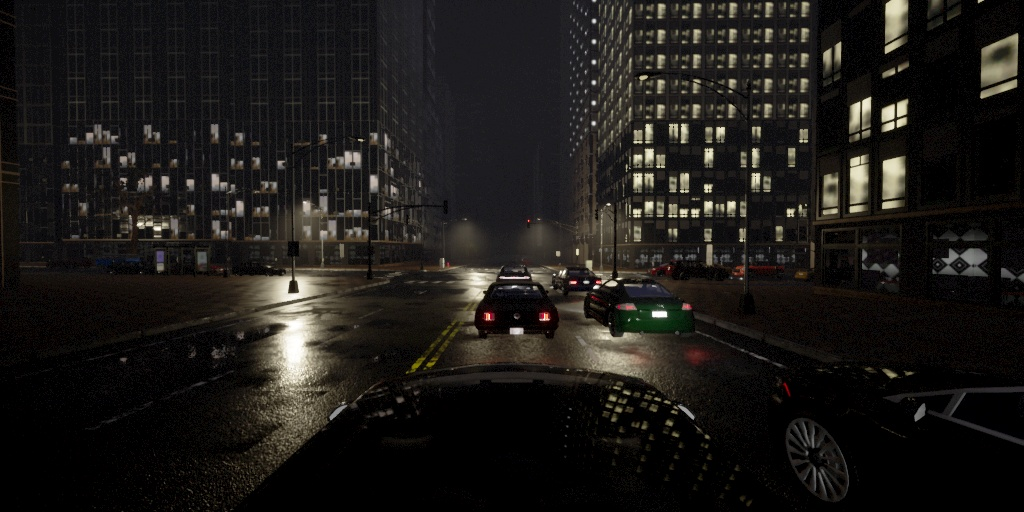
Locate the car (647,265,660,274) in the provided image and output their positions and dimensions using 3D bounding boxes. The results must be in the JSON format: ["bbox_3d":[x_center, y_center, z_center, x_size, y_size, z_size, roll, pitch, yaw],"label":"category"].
[{"bbox_3d":[16.315,1.425,37.401,4.181,1.385,1.994,1,1,1],"label":"car"}]

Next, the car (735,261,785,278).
[{"bbox_3d":[25.512,1.294,37.230,4.553,1.767,2.097,1,1,1],"label":"car"}]

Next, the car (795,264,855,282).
[{"bbox_3d":[27.671,1.578,31.416,4.829,1.417,1.751,0,0,1],"label":"car"}]

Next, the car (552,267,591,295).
[{"bbox_3d":[3.402,1.288,19.487,2.033,1.411,5.357,0,0,-3],"label":"car"}]

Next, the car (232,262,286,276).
[{"bbox_3d":[-22.701,1.173,32.196,4.313,1.339,1.948,0,0,1],"label":"car"}]

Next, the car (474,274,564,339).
[{"bbox_3d":[0.108,1.347,10.030,1.895,1.301,4.718,0,0,0],"label":"car"}]

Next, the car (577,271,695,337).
[{"bbox_3d":[3.366,1.310,10.258,1.994,1.385,4.181,0,0,-1],"label":"car"}]

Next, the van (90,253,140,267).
[{"bbox_3d":[-45.247,0.604,41.187,3.998,1.789,1.690,0,0,1],"label":"van"}]

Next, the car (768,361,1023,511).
[{"bbox_3d":[3.340,1.242,1.427,2.128,1.511,4.902,0,0,0],"label":"car"}]

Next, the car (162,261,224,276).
[{"bbox_3d":[-28.385,1.138,32.335,4.207,1.307,1.802,0,0,1],"label":"car"}]

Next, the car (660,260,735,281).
[{"bbox_3d":[16.223,1.268,31.625,5.009,1.841,2.192,0,0,1],"label":"car"}]

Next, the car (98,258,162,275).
[{"bbox_3d":[-34.066,1.069,32.514,4.313,1.339,1.948,0,0,1],"label":"car"}]

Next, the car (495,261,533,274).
[{"bbox_3d":[0.117,1.232,19.286,2.128,1.511,4.902,0,0,0],"label":"car"}]
